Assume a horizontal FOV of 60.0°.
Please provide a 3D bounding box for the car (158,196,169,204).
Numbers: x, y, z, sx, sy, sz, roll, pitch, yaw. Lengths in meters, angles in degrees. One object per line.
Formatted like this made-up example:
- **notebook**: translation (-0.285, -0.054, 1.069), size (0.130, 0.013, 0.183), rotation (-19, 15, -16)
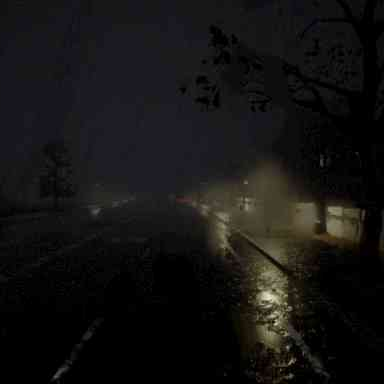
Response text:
- **car**: translation (-5.494, 1.588, 63.957), size (2.128, 1.511, 4.902), rotation (0, 0, -4)

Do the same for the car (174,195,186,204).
- **car**: translation (-2.251, 1.436, 64.172), size (2.097, 1.767, 4.553), rotation (0, 0, -4)

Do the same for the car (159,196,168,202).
- **car**: translation (-6.258, 1.611, 74.046), size (1.895, 1.301, 4.718), rotation (0, 0, -5)

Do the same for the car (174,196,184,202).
- **car**: translation (-3.021, 1.541, 74.337), size (2.033, 1.411, 5.357), rotation (0, 0, -5)
